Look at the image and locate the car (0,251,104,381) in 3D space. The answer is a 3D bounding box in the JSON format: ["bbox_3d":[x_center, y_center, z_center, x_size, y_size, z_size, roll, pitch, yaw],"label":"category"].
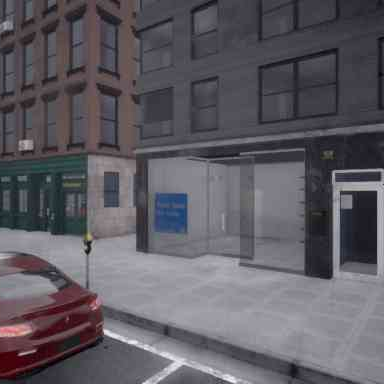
[{"bbox_3d":[-3.089,1.582,5.026,4.206,1.307,1.802,0,0,36],"label":"car"}]
